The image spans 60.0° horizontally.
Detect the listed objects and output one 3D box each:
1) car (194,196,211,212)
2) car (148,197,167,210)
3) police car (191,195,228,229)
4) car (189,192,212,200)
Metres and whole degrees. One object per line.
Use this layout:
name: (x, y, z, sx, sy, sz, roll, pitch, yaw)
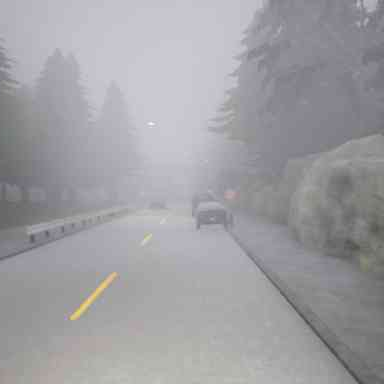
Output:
car: (1.118, 1.316, 37.319, 1.801, 1.575, 5.366, 0, 0, 0)
car: (-4.156, 1.354, 40.547, 1.837, 1.490, 4.892, 0, 0, 0)
police car: (1.132, 1.295, 21.239, 1.930, 1.638, 5.238, -4, 0, 0)
car: (0.995, 1.055, 31.160, 2.150, 2.045, 5.566, -3, 0, 0)
